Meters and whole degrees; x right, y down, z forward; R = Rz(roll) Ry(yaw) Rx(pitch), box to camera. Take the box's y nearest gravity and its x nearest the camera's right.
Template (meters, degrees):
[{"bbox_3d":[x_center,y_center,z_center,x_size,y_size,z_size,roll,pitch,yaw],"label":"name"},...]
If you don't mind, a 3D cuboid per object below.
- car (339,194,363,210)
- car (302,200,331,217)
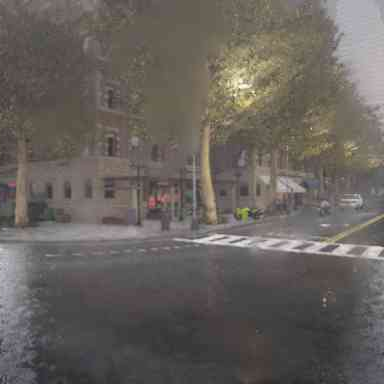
[{"bbox_3d":[21.314,1.304,44.425,2.435,2.045,5.566,-1,0,36],"label":"car"},{"bbox_3d":[12.462,1.562,33.095,2.231,1.521,4.892,-1,0,36],"label":"car"}]
